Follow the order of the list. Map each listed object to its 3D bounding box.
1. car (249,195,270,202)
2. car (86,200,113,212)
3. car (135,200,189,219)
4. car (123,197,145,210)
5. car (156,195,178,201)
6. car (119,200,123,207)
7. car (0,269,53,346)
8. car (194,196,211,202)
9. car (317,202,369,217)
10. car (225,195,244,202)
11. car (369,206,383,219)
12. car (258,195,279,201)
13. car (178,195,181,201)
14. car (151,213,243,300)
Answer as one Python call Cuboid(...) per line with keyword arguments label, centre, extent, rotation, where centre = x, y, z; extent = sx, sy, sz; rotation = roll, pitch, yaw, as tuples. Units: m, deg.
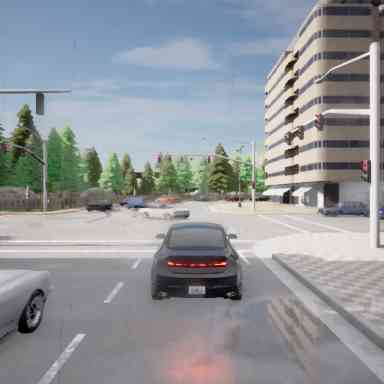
Cuboid(label="car", centre=(15.170, 1.595, 74.804), extent=(4.718, 1.301, 1.895), rotation=(0, 0, -33))
Cuboid(label="car", centre=(-10.480, 1.601, 37.933), extent=(1.895, 1.301, 4.718), rotation=(0, 0, 1))
Cuboid(label="car", centre=(-2.341, 1.622, 27.833), extent=(4.718, 1.301, 1.895), rotation=(0, 0, 45))
Cuboid(label="car", centre=(-6.887, 1.478, 41.949), extent=(1.882, 1.535, 5.008), rotation=(0, 0, 1))
Cuboid(label="car", centre=(-4.802, 1.352, 58.978), extent=(2.097, 1.767, 4.553), rotation=(0, 0, 19))
Cuboid(label="car", centre=(-9.863, 1.547, 52.517), extent=(2.033, 1.411, 5.357), rotation=(0, 0, 7))
Cuboid(label="car", centre=(-3.427, 1.601, 3.832), extent=(1.895, 1.301, 4.718), rotation=(0, 0, 0))
Cuboid(label="car", centre=(2.371, 1.553, 72.595), extent=(1.994, 1.385, 4.181), rotation=(0, 0, 38))
Cuboid(label="car", centre=(14.595, 1.603, 31.027), extent=(5.357, 1.411, 2.033), rotation=(0, 0, 0))
Cuboid(label="car", centre=(9.696, 1.478, 75.074), extent=(5.008, 1.535, 1.882), rotation=(0, 0, -41))
Cuboid(label="car", centre=(17.692, 1.581, 27.518), extent=(4.674, 1.442, 1.812), rotation=(0, 0, 0))
Cuboid(label="car", centre=(18.493, 1.500, 80.591), extent=(4.892, 1.490, 1.837), rotation=(0, 0, -22))
Cuboid(label="car", centre=(-4.202, 1.352, 69.361), extent=(2.097, 1.767, 4.553), rotation=(0, 0, 31))
Cuboid(label="car", centre=(0.114, 1.505, 8.354), extent=(1.837, 1.490, 4.892), rotation=(0, 0, 1))
